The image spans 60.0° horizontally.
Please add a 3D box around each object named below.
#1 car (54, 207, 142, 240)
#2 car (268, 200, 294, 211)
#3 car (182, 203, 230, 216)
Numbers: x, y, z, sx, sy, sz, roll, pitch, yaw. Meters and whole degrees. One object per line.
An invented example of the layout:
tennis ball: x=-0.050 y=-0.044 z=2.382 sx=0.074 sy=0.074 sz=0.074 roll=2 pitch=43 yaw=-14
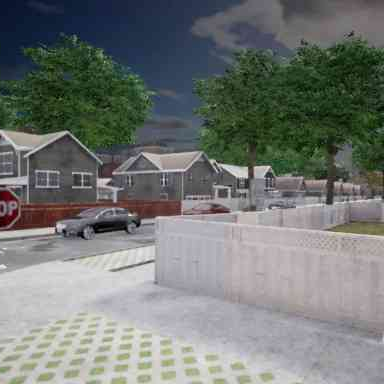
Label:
car: x=-4.831 y=1.564 z=17.691 sx=2.128 sy=1.511 sz=4.902 roll=0 pitch=0 yaw=35
car: x=10.644 y=1.733 z=39.500 sx=2.128 sy=1.511 sz=4.902 roll=0 pitch=0 yaw=36
car: x=1.188 y=1.613 z=26.193 sx=1.882 sy=1.535 sz=5.008 roll=0 pitch=0 yaw=35
